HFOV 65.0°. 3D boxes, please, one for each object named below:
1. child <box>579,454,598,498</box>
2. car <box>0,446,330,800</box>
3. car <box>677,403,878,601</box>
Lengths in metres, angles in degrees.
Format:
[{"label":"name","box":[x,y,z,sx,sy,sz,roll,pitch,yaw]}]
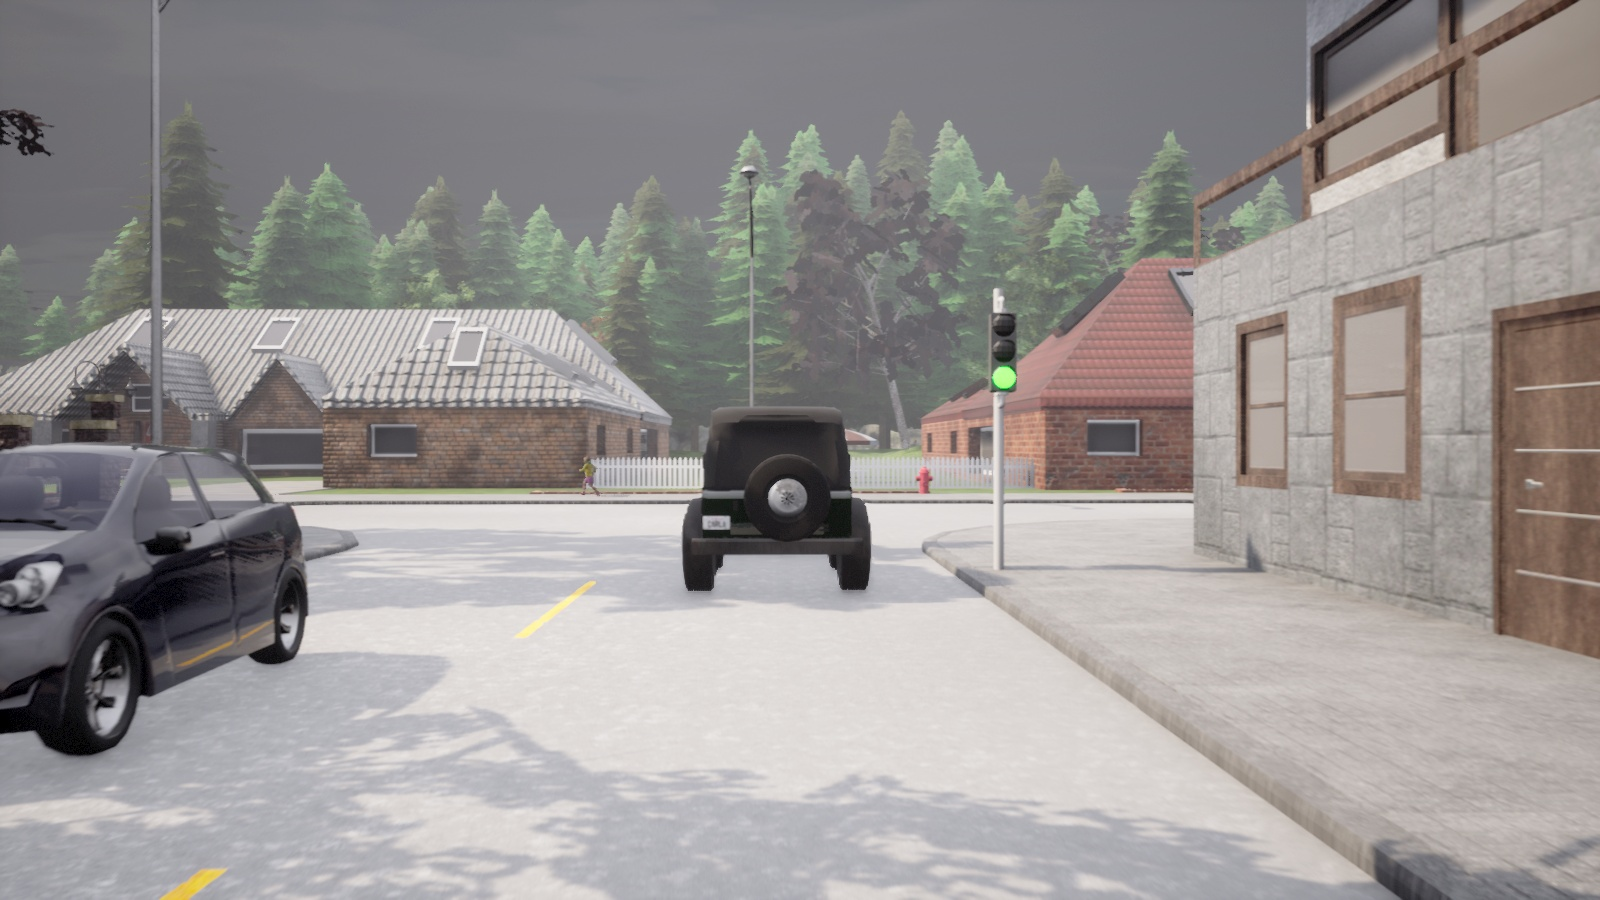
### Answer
[{"label":"child","box":[-5.646,0.692,33.513,0.473,1.160,0.299,0,0,-2]},{"label":"car","box":[-4.179,0.729,7.105,1.845,1.501,3.633,0,0,-3]},{"label":"car","box":[-0.254,0.486,13.845,1.905,1.878,3.866,0,0,-1]}]
